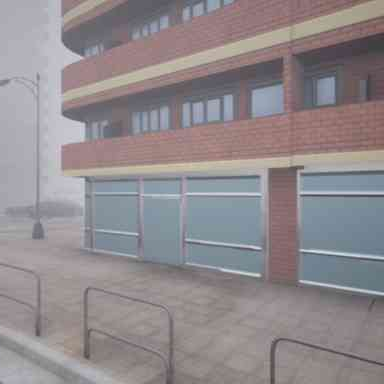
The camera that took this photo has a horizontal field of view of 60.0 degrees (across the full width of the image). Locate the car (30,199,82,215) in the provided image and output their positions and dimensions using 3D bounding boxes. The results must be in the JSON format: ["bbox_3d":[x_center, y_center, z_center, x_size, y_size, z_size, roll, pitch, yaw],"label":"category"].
[{"bbox_3d":[-14.419,1.502,35.459,1.837,1.490,4.892,0,0,36],"label":"car"}]

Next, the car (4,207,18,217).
[{"bbox_3d":[-14.135,1.598,29.923,1.895,1.301,4.718,0,0,36],"label":"car"}]

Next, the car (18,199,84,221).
[{"bbox_3d":[-11.290,1.501,27.570,1.837,1.490,4.892,0,0,36],"label":"car"}]
